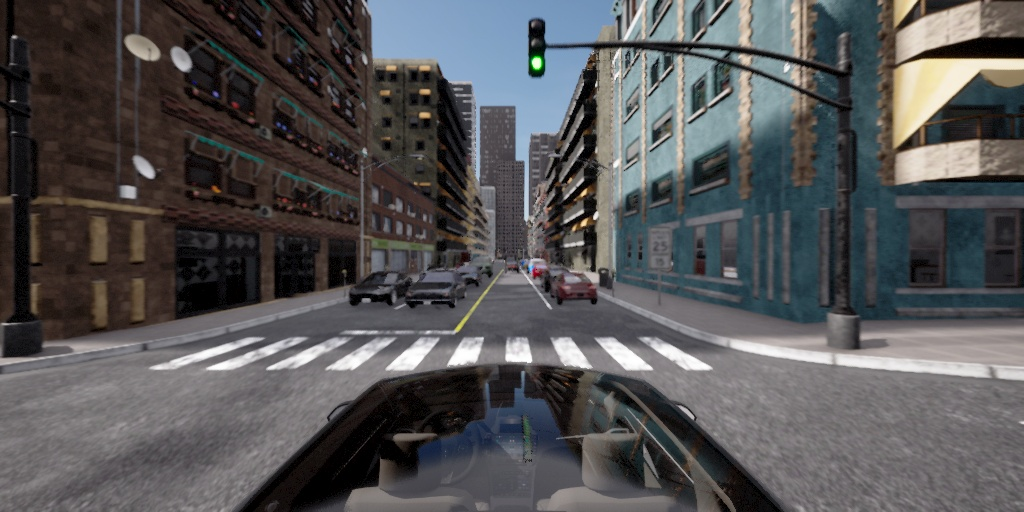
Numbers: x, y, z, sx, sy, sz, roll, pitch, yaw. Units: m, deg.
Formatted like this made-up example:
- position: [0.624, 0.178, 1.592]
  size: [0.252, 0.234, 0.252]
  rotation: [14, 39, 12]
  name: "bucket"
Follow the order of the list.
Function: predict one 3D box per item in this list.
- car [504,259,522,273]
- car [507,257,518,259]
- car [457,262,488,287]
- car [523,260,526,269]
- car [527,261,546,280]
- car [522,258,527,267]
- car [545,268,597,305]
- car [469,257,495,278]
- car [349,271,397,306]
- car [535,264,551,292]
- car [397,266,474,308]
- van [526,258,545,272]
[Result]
- position: [0.011, 1.403, 45.208]
  size: [1.837, 1.490, 4.892]
  rotation: [0, 0, 0]
  name: "car"
- position: [0.015, 1.158, 55.687]
  size: [2.150, 2.045, 5.566]
  rotation: [0, 0, 0]
  name: "car"
- position: [-3.092, 1.377, 25.900]
  size: [2.033, 1.411, 5.357]
  rotation: [0, 0, -1]
  name: "car"
- position: [2.701, 1.458, 43.783]
  size: [1.948, 1.339, 4.313]
  rotation: [0, 0, 0]
  name: "car"
- position: [2.698, 1.398, 32.736]
  size: [1.888, 1.381, 4.507]
  rotation: [0, 0, 0]
  name: "car"
- position: [2.705, 1.479, 60.522]
  size: [1.751, 1.417, 4.829]
  rotation: [0, 0, 0]
  name: "car"
- position: [2.693, 1.378, 16.166]
  size: [1.802, 1.307, 4.207]
  rotation: [0, 0, 0]
  name: "car"
- position: [-3.078, 1.088, 36.525]
  size: [2.150, 2.045, 5.566]
  rotation: [0, 0, 0]
  name: "car"
- position: [-5.688, 1.362, 16.180]
  size: [1.948, 1.339, 4.313]
  rotation: [0, 0, 0]
  name: "car"
- position: [2.695, 1.381, 21.689]
  size: [1.948, 1.339, 4.313]
  rotation: [0, 0, 0]
  name: "car"
- position: [-3.092, 1.342, 15.766]
  size: [2.033, 1.411, 5.357]
  rotation: [0, 0, 0]
  name: "car"
- position: [2.699, 1.213, 38.259]
  size: [1.690, 1.789, 3.998]
  rotation: [0, 0, 0]
  name: "van"
